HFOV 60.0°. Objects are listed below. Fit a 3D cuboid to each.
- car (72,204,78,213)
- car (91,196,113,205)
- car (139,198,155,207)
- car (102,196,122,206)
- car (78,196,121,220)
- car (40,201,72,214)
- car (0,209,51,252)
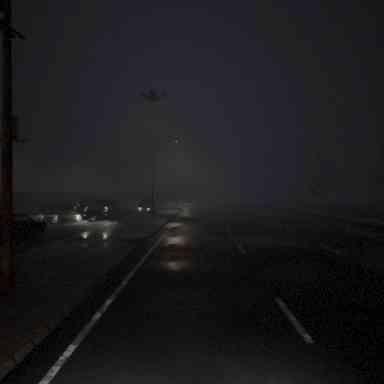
[{"bbox_3d":[-10.725,1.338,35.681,2.097,1.767,4.553,0,0,2],"label":"car"},{"bbox_3d":[-13.718,1.233,51.037,1.895,1.301,4.718,0,0,2],"label":"car"},{"bbox_3d":[-6.742,1.540,50.373,2.033,1.411,5.357,0,0,2],"label":"car"},{"bbox_3d":[-13.561,1.475,56.865,2.128,1.511,4.902,0,0,2],"label":"car"},{"bbox_3d":[-7.475,1.344,27.986,2.097,1.767,4.553,0,0,2],"label":"car"},{"bbox_3d":[-14.236,1.583,35.310,1.895,1.301,4.718,0,0,2],"label":"car"},{"bbox_3d":[-7.893,1.591,13.663,1.895,1.301,4.718,0,0,2],"label":"car"}]
